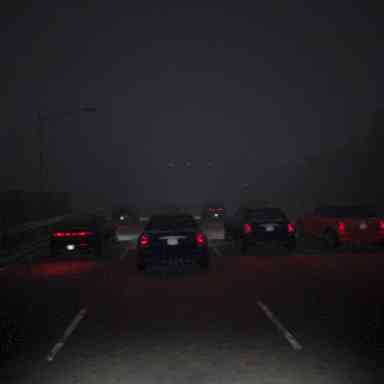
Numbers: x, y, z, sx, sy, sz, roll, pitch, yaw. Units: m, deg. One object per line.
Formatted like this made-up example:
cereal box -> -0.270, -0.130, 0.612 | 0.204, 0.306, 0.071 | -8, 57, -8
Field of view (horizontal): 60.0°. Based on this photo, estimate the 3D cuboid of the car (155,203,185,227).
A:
car -> -1.692, 1.676, 25.442 | 2.033, 1.411, 5.357 | -1, 0, -4

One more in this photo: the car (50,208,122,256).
car -> -4.339, 1.647, 13.858 | 1.837, 1.490, 4.892 | -1, 0, -4

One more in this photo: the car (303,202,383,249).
car -> 6.147, 1.275, 14.309 | 2.097, 1.767, 4.553 | -1, 0, -4

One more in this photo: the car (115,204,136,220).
car -> -5.284, 1.709, 26.789 | 1.837, 1.490, 4.892 | -1, -2, -4

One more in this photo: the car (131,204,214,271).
car -> -0.672, 1.409, 11.340 | 2.097, 1.767, 4.553 | -1, 0, -4

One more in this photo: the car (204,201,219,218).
car -> 1.682, 1.565, 27.510 | 1.837, 1.490, 4.892 | -1, -2, -4

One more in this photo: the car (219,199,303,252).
car -> 2.657, 1.347, 14.044 | 2.097, 1.767, 4.553 | -1, 0, -4
